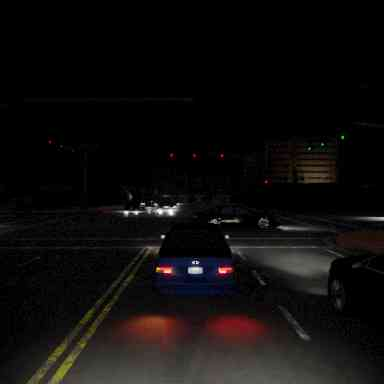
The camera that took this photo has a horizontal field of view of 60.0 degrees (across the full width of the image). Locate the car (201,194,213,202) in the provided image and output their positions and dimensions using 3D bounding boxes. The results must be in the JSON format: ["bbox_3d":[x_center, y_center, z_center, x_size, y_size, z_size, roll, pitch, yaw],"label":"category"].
[{"bbox_3d":[3.450,1.344,74.660,2.097,1.767,4.553,0,0,0],"label":"car"}]

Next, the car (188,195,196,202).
[{"bbox_3d":[-0.050,1.531,74.368,2.033,1.411,5.357,0,0,0],"label":"car"}]

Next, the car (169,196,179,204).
[{"bbox_3d":[-3.566,1.505,66.926,1.837,1.490,4.892,0,0,0],"label":"car"}]

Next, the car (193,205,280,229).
[{"bbox_3d":[2.614,1.547,20.775,5.357,1.411,2.033,0,0,0],"label":"car"}]

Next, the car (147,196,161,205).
[{"bbox_3d":[-7.104,1.548,62.339,2.033,1.411,5.357,0,0,0],"label":"car"}]

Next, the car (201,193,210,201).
[{"bbox_3d":[3.443,1.228,84.616,2.097,1.767,4.553,0,0,0],"label":"car"}]

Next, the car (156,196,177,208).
[{"bbox_3d":[-3.630,1.601,47.563,1.895,1.301,4.718,0,0,0],"label":"car"}]

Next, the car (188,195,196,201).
[{"bbox_3d":[-0.057,1.425,84.641,1.994,1.385,4.181,0,0,0],"label":"car"}]

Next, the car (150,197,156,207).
[{"bbox_3d":[-7.128,1.505,51.956,1.837,1.490,4.892,0,0,0],"label":"car"}]

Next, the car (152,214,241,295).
[{"bbox_3d":[0.077,1.547,8.868,2.033,1.411,5.357,0,0,0],"label":"car"}]

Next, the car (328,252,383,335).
[{"bbox_3d":[3.560,1.491,4.624,2.128,1.511,4.902,0,0,0],"label":"car"}]

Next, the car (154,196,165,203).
[{"bbox_3d":[-7.048,1.553,72.092,1.994,1.385,4.181,0,0,0],"label":"car"}]

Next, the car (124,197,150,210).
[{"bbox_3d":[-7.170,1.547,42.314,2.033,1.411,5.357,0,0,2],"label":"car"}]

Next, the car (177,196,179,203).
[{"bbox_3d":[-3.622,1.492,56.880,2.128,1.511,4.902,0,0,0],"label":"car"}]
